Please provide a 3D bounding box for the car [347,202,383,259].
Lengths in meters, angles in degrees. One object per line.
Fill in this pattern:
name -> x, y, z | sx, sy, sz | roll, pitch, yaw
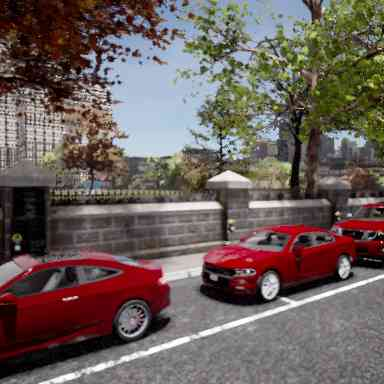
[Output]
car -> 6.833, 1.284, 11.543 | 5.009, 1.841, 2.192 | 0, 0, -36

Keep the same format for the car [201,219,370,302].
car -> 2.275, 1.527, 8.236 | 4.507, 1.381, 1.887 | 0, 0, -36

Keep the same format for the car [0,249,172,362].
car -> -2.282, 1.578, 4.928 | 4.206, 1.307, 1.802 | 0, 0, -36
